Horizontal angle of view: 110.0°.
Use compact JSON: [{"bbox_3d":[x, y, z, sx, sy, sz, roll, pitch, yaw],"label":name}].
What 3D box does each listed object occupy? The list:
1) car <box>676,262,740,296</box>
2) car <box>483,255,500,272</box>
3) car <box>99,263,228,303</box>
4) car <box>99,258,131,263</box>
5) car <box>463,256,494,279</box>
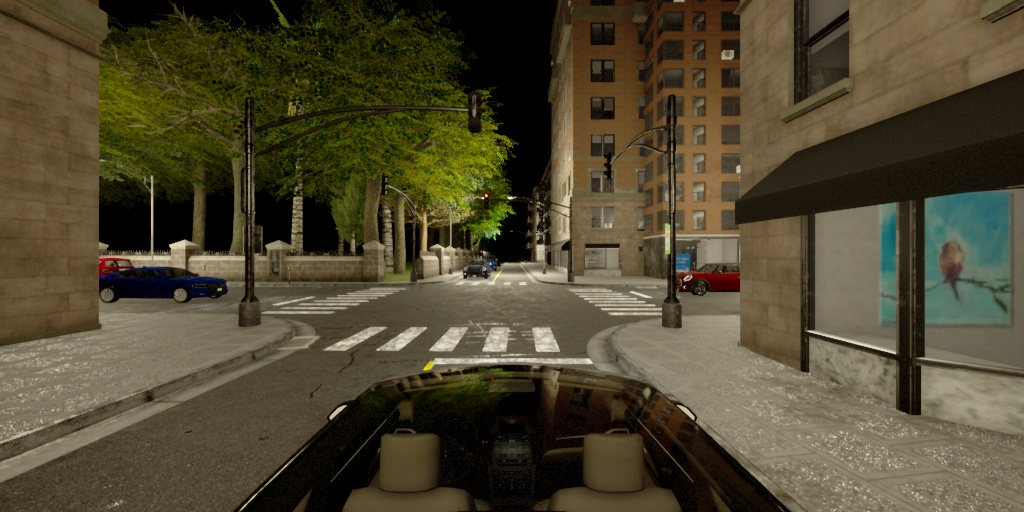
[{"bbox_3d":[10.725,1.115,18.757,4.553,1.767,2.097,0,0,1],"label":"car"},{"bbox_3d":[-3.035,0.924,46.372,2.150,2.045,5.566,0,0,0],"label":"car"},{"bbox_3d":[-15.473,1.212,15.908,5.008,1.535,1.882,0,0,0],"label":"car"},{"bbox_3d":[-25.925,1.034,21.825,5.009,1.841,2.192,0,0,1],"label":"car"},{"bbox_3d":[-3.093,1.083,32.212,2.097,1.767,4.553,0,0,1],"label":"car"}]
